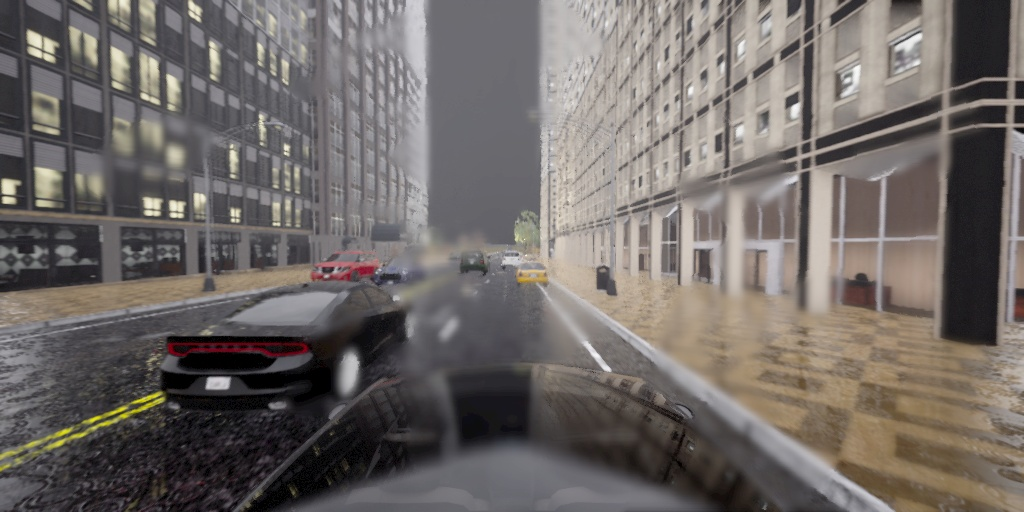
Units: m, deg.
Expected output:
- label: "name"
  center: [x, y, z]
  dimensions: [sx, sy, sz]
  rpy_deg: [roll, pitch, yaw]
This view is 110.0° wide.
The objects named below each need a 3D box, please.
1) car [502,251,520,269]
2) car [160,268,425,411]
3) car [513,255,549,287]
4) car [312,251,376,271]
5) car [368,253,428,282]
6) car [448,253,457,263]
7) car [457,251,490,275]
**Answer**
- label: "car"
  center: [0.008, 0.434, 41.022]
  dimensions: [2.150, 2.045, 5.566]
  rpy_deg: [0, 1, 0]
- label: "car"
  center: [-3.151, 1.165, 6.317]
  dimensions: [1.882, 1.535, 5.008]
  rpy_deg: [0, 1, 0]
- label: "car"
  center: [1.135, 0.938, 21.405]
  dimensions: [1.801, 1.575, 5.366]
  rpy_deg: [0, 1, 0]
- label: "car"
  center: [-9.847, 0.701, 21.814]
  dimensions: [2.150, 2.045, 5.566]
  rpy_deg: [0, 0, 0]
- label: "car"
  center: [-6.594, 0.830, 21.702]
  dimensions: [2.097, 1.767, 4.553]
  rpy_deg: [0, 1, 0]
- label: "car"
  center: [-9.777, 0.252, 62.841]
  dimensions: [2.097, 1.767, 4.553]
  rpy_deg: [0, 1, 0]
- label: "car"
  center: [-3.153, 0.566, 31.527]
  dimensions: [2.150, 2.045, 5.566]
  rpy_deg: [0, 1, 0]
